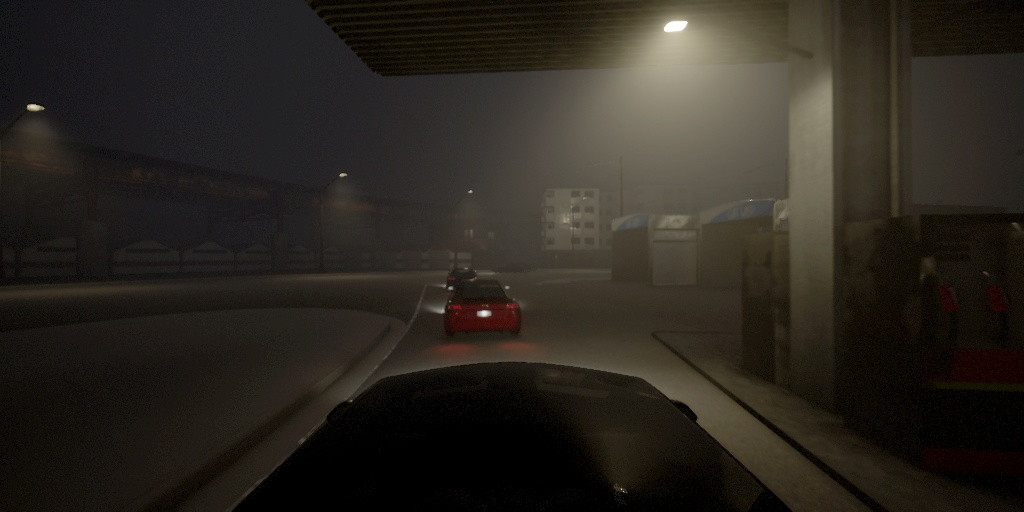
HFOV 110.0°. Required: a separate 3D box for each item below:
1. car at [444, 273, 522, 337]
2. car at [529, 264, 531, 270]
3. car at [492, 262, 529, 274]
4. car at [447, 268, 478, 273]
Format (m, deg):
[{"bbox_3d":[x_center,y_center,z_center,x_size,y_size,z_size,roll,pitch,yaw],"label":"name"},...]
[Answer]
[{"bbox_3d":[-0.945,1.361,10.580,1.994,1.385,4.181,0,0,-8],"label":"car"},{"bbox_3d":[0.246,1.507,49.451,4.892,1.490,1.837,1,-1,-19],"label":"car"},{"bbox_3d":[-0.475,1.544,45.431,4.181,1.385,1.994,0,-1,-22],"label":"car"},{"bbox_3d":[-3.075,1.427,22.541,1.994,1.385,4.181,0,0,-11],"label":"car"}]
